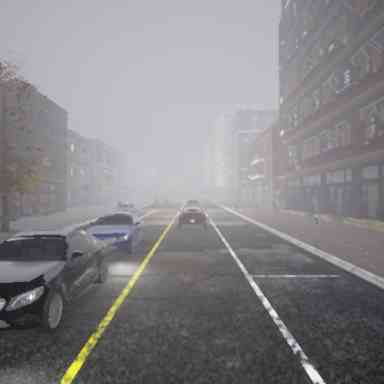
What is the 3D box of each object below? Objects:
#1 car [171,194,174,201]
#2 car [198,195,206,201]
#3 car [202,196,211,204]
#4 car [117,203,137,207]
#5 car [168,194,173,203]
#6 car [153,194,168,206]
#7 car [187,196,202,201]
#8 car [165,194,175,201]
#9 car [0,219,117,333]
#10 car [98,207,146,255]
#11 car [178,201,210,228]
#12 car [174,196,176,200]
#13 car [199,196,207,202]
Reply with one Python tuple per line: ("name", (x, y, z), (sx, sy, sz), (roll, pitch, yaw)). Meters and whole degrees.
("car", (-5.669, 1.521, 74.703), (1.967, 1.590, 4.097), (1, 0, 0))
("car", (2.710, 1.648, 91.823), (1.887, 1.381, 4.507), (1, 0, 0))
("car", (2.708, 1.593, 63.560), (1.752, 1.417, 4.829), (1, 0, 0))
("car", (-5.674, 1.611, 29.209), (1.802, 1.307, 4.206), (1, 0, 0))
("car", (-5.672, 1.640, 69.017), (1.947, 1.339, 4.313), (1, 0, 0))
("car", (-5.670, 1.500, 57.642), (1.967, 1.590, 4.097), (1, 0, 0))
("car", (0.100, 1.550, 45.680), (1.837, 1.490, 4.892), (0, -1, 0))
("car", (-5.666, 1.411, 86.076), (2.192, 1.841, 5.009), (1, 0, 0))
("car", (-3.091, 1.532, 6.945), (1.812, 1.442, 4.674), (0, 0, 0))
("car", (-2.998, 1.539, 13.465), (1.812, 1.442, 4.674), (0, 0, 0))
("car", (0.049, 1.547, 22.050), (1.812, 1.442, 4.674), (0, 0, 1))
("car", (-5.671, 1.654, 80.389), (1.947, 1.339, 4.313), (1, 0, 0))
("car", (2.709, 1.671, 80.449), (1.802, 1.307, 4.206), (1, 0, 0))
